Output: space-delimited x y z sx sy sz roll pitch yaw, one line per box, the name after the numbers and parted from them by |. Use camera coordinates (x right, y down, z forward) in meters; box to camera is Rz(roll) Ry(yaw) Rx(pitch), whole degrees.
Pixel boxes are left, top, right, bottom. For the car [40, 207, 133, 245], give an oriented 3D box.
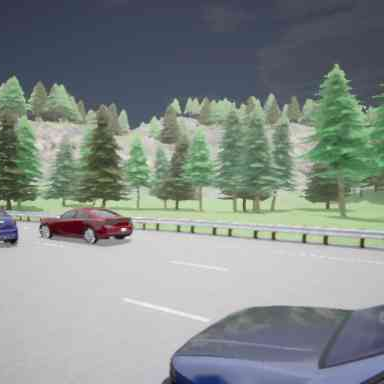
-5.013 1.458 15.514 5.008 1.535 1.882 0 0 32 | car

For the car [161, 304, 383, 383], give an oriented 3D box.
2.321 1.540 2.297 5.357 1.411 2.033 0 0 35 | car

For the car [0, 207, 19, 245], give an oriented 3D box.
-9.508 1.340 14.136 4.553 1.767 2.097 0 0 31 | car
